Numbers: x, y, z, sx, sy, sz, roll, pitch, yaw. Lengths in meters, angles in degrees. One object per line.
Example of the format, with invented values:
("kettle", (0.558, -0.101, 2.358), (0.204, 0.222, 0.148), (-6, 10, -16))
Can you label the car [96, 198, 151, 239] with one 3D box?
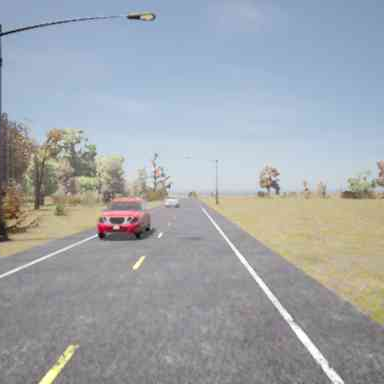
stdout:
("car", (-3.595, 1.364, 18.578), (2.150, 2.045, 5.566), (0, 0, 0))

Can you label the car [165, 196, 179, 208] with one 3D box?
("car", (-3.520, 1.669, 58.927), (2.150, 2.045, 5.566), (0, 0, 1))
